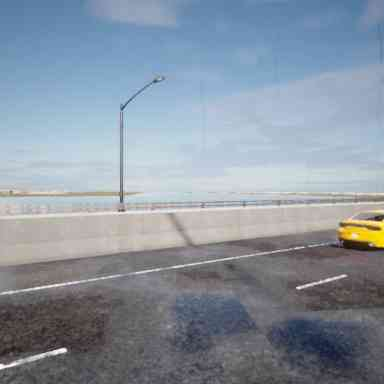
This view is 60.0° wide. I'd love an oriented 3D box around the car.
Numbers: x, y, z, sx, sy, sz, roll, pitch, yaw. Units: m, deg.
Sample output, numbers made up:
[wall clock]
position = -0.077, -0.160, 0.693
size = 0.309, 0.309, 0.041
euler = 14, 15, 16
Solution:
[car]
position = 8.142, 1.489, 13.927
size = 5.008, 1.535, 1.882
euler = 0, 0, -35
